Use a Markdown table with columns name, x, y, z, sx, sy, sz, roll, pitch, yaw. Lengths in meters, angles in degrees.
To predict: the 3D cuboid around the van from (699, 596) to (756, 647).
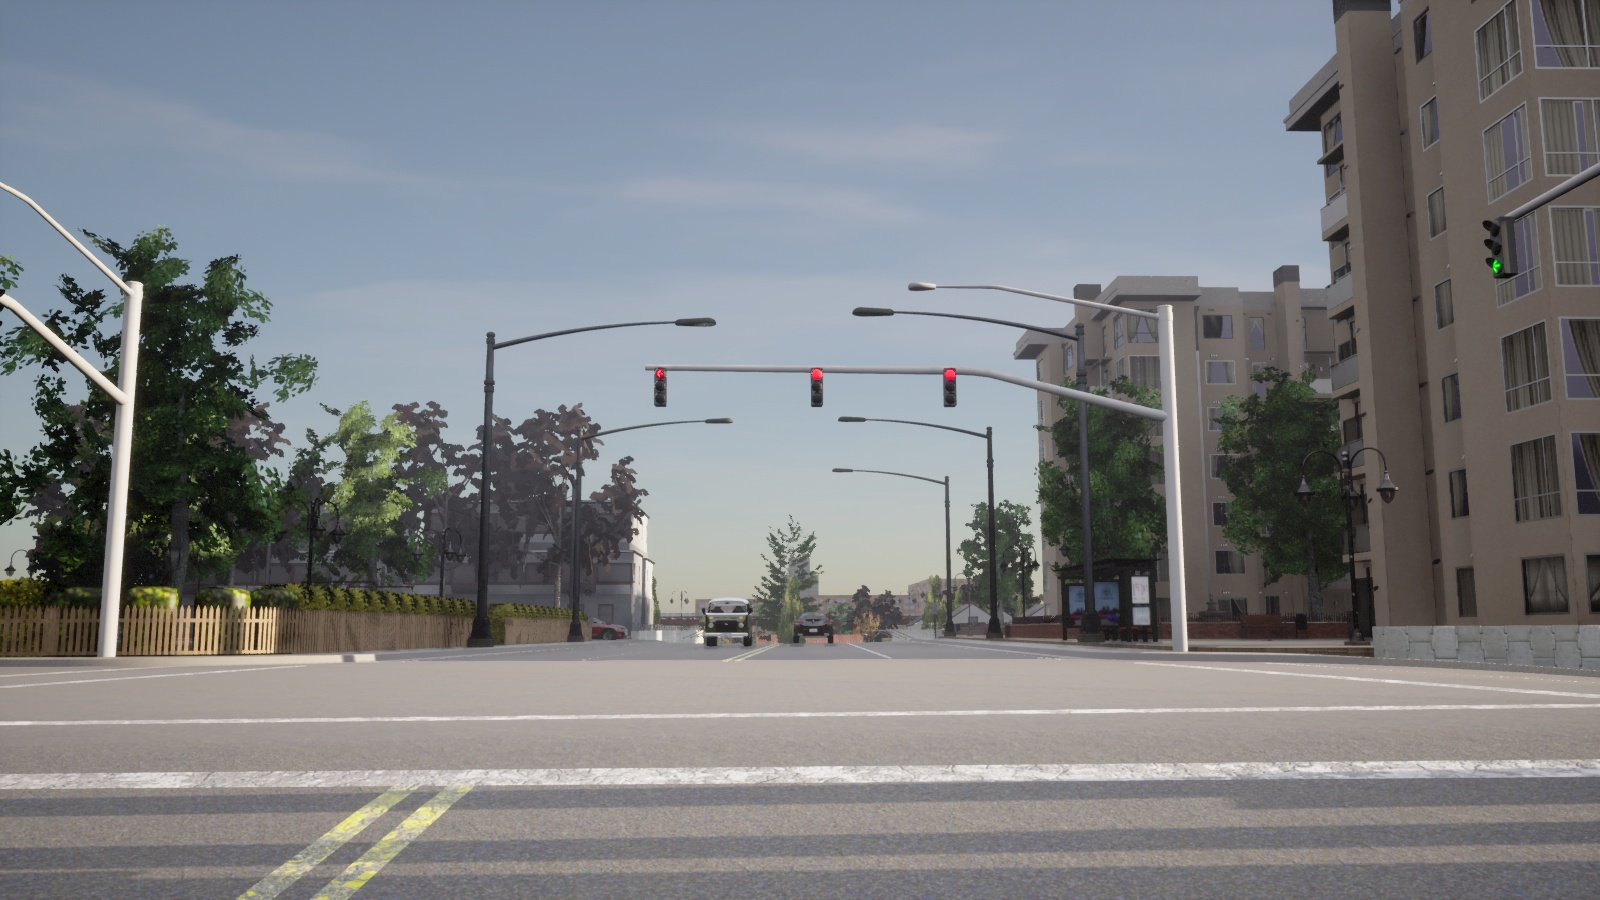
| name | x | y | z | sx | sy | sz | roll | pitch | yaw |
| --- | --- | --- | --- | --- | --- | --- | --- | --- | --- |
| van | -2.953 | 7.157 | 52.325 | 2.069 | 2.038 | 4.480 | 0 | -8 | 1 |

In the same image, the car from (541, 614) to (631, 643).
| name | x | y | z | sx | sy | sz | roll | pitch | yaw |
| --- | --- | --- | --- | --- | --- | --- | --- | --- | --- |
| car | -12.445 | 10.392 | 73.167 | 4.856 | 1.649 | 2.033 | 0 | -8 | 0 |

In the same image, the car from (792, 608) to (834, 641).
| name | x | y | z | sx | sy | sz | roll | pitch | yaw |
| --- | --- | --- | --- | --- | --- | --- | --- | --- | --- |
| car | 0.709 | 9.462 | 67.855 | 2.152 | 1.651 | 5.027 | 0 | -9 | 1 |
